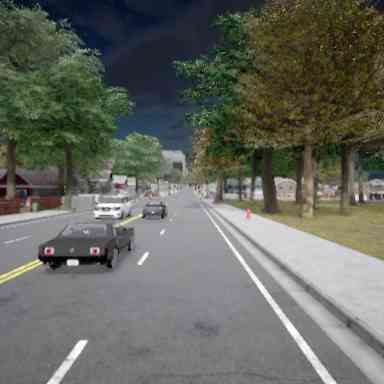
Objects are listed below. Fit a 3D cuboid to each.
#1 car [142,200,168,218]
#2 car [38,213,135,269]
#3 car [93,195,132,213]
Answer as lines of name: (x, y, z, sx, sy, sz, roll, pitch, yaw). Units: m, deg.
car: (-3.158, 1.461, 29.160, 2.128, 1.511, 4.902, 0, 0, 0)
car: (-3.153, 1.586, 11.037, 1.895, 1.301, 4.718, 0, 0, 0)
car: (-6.508, 1.283, 27.882, 2.150, 2.045, 5.566, 0, 0, 0)
